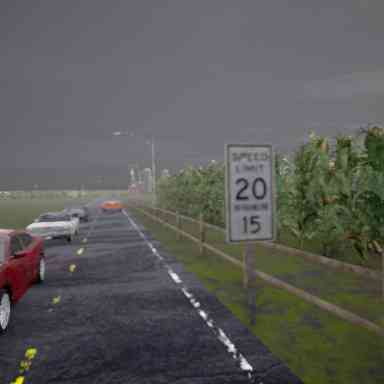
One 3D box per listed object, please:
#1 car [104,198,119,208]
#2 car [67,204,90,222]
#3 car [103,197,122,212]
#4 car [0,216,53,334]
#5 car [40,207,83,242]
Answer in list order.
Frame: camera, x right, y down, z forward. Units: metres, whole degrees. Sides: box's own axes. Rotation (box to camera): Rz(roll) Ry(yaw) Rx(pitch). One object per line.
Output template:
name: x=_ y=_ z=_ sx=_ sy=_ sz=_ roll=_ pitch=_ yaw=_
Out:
car: x=-12.114 y=1.599 z=50.090 sx=1.994 sy=1.385 sz=4.181 roll=-2 pitch=0 yaw=-14
car: x=-9.248 y=1.656 z=26.508 sx=1.994 sy=1.385 sz=4.181 roll=-2 pitch=0 yaw=-14
car: x=-9.572 y=1.378 z=39.905 sx=2.097 sy=1.767 sz=4.553 roll=-2 pitch=0 yaw=-14
car: x=-4.345 y=1.555 z=6.801 sx=1.882 sy=1.535 sz=5.008 roll=-2 pitch=0 yaw=-14
car: x=-6.796 y=1.685 z=16.646 sx=1.895 sy=1.301 sz=4.718 roll=-2 pitch=0 yaw=-14
